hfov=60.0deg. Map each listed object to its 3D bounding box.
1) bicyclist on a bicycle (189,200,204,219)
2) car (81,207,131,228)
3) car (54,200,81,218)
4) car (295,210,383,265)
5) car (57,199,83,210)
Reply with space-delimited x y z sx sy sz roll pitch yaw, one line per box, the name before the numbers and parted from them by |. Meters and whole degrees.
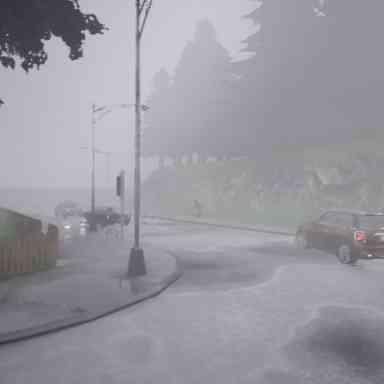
bicyclist on a bicycle | 0.436 1.522 29.157 1.656 1.620 0.582 0 0 -35
car | -6.085 1.725 23.825 1.895 1.301 4.718 0 0 -35
car | -11.787 1.758 32.039 1.895 1.301 4.718 0 0 -35
car | 5.647 1.440 12.278 2.097 1.767 4.553 0 0 -7
car | -17.473 1.780 47.405 2.033 1.411 5.357 0 0 -36
